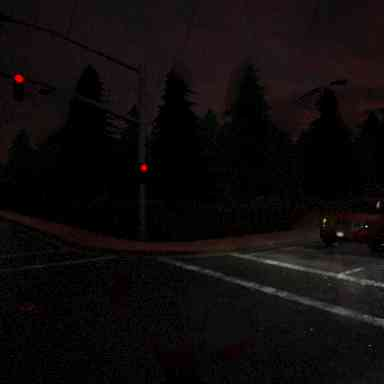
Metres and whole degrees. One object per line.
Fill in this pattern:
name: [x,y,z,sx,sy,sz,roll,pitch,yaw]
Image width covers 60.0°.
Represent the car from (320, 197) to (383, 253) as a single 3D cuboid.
car: [7.819,1.244,14.293,5.566,2.045,2.150,0,0,-37]
